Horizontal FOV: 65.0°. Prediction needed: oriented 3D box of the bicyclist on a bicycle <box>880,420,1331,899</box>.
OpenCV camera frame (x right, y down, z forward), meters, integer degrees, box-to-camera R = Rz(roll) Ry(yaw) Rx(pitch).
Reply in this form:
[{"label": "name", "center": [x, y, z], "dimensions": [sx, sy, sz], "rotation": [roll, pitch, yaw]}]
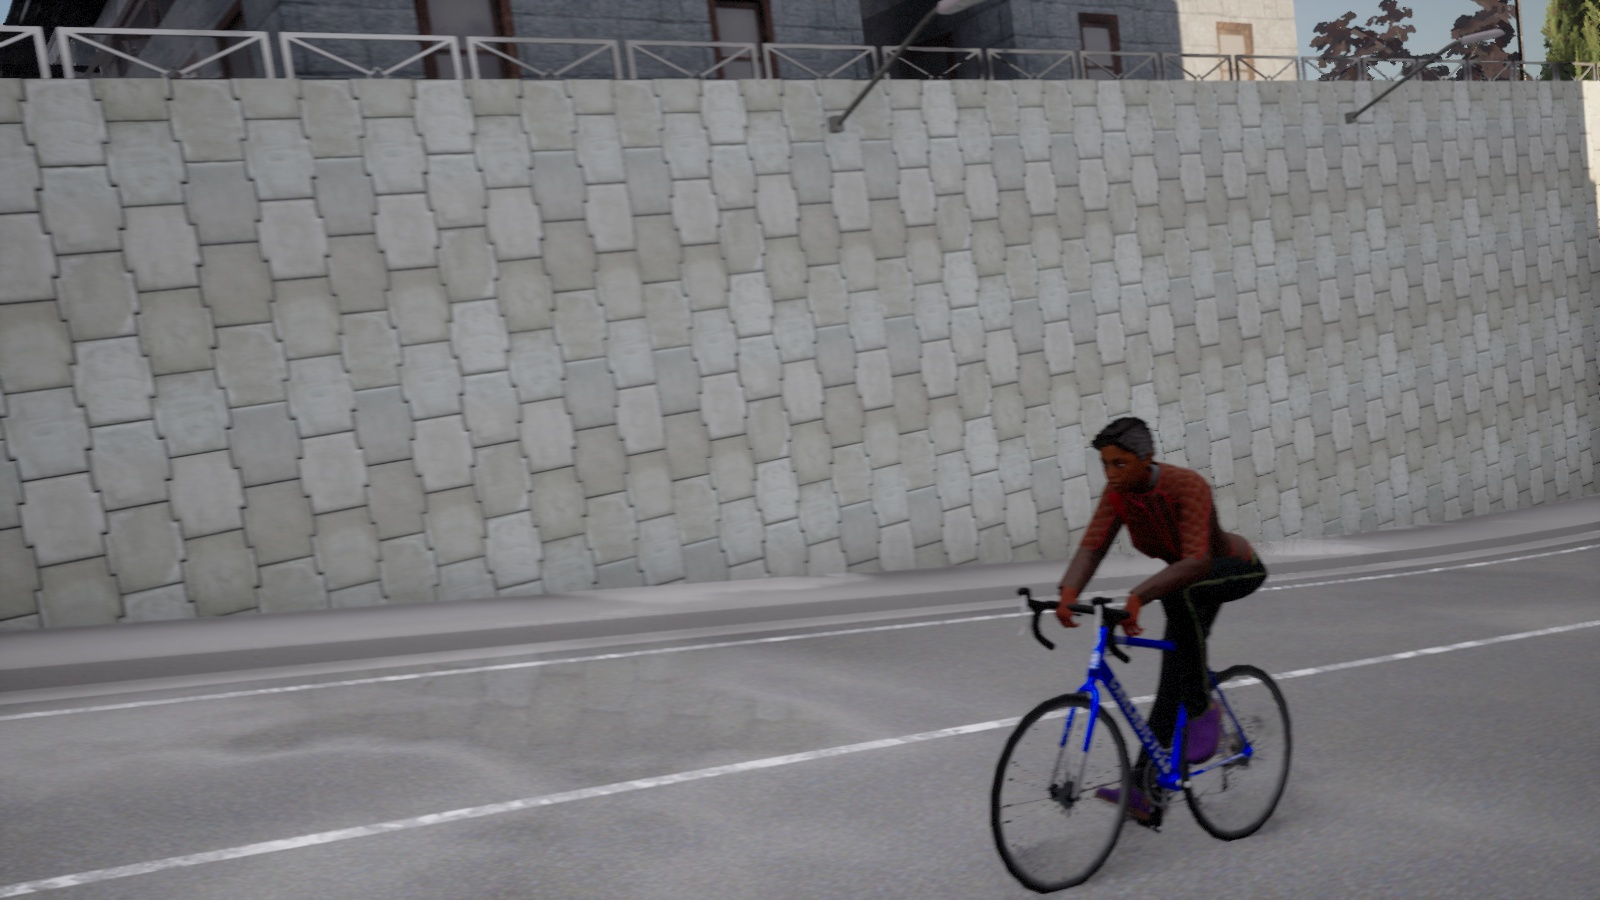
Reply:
[{"label": "bicyclist on a bicycle", "center": [1.125, 0.712, 4.442], "dimensions": [1.656, 1.620, 0.582], "rotation": [-1, 0, -35]}]
